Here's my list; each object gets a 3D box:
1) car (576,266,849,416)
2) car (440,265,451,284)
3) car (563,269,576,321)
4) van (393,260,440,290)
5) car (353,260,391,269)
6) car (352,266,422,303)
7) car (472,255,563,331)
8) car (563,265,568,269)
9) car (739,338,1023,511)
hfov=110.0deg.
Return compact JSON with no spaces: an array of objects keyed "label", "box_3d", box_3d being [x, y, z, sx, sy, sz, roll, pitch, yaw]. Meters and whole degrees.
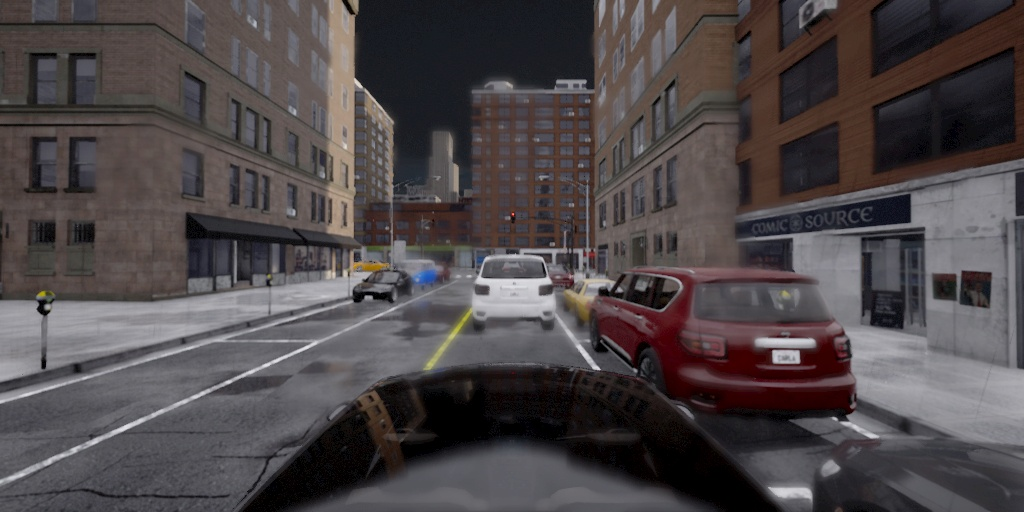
[{"label":"car","box_3d":[2.665,1.073,5.886,2.192,1.841,5.009,0,0,0]},{"label":"car","box_3d":[-5.882,1.357,27.809,1.888,1.381,4.507,0,0,0]},{"label":"car","box_3d":[2.660,1.295,11.539,1.751,1.417,4.829,0,0,0]},{"label":"van","box_3d":[-5.877,1.139,22.327,1.690,1.789,3.998,0,0,0]},{"label":"car","box_3d":[-16.809,1.196,43.951,5.008,1.535,1.882,1,-1,0]},{"label":"car","box_3d":[-5.871,1.349,16.845,1.948,1.339,4.313,0,0,0]},{"label":"car","box_3d":[0.025,0.991,11.157,2.150,2.045,5.566,0,0,-1]},{"label":"car","box_3d":[2.649,1.238,22.334,1.967,1.591,4.097,0,0,0]},{"label":"car","box_3d":[2.671,1.298,0.405,2.007,1.370,4.403,0,0,0]}]
